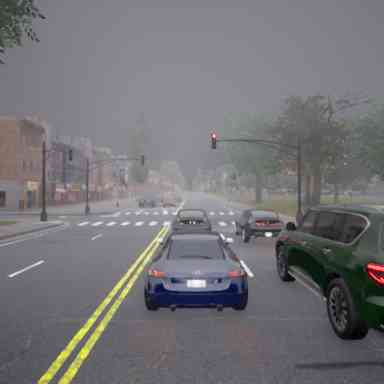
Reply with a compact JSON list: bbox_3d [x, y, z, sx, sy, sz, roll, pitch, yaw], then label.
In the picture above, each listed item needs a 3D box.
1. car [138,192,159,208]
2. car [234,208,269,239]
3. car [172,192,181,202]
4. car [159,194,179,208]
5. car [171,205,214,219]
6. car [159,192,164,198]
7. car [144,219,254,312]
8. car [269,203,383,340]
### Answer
[{"bbox_3d":[-6.687,1.263,50.186,2.150,2.045,5.566,0,1,0],"label":"car"},{"bbox_3d":[3.263,1.570,16.539,1.837,1.490,4.892,0,0,0],"label":"car"},{"bbox_3d":[-3.379,1.088,69.078,2.150,2.045,5.566,0,1,0],"label":"car"},{"bbox_3d":[-3.435,1.546,50.412,1.837,1.490,4.892,0,0,0],"label":"car"},{"bbox_3d":[0.010,1.571,16.711,1.837,1.490,4.892,0,0,1],"label":"car"},{"bbox_3d":[-6.641,1.111,66.566,2.150,2.045,5.566,0,1,0],"label":"car"},{"bbox_3d":[0.066,1.578,7.823,1.994,1.385,4.181,0,0,0],"label":"car"},{"bbox_3d":[3.314,1.231,6.677,2.150,2.045,5.566,0,0,0],"label":"car"}]
